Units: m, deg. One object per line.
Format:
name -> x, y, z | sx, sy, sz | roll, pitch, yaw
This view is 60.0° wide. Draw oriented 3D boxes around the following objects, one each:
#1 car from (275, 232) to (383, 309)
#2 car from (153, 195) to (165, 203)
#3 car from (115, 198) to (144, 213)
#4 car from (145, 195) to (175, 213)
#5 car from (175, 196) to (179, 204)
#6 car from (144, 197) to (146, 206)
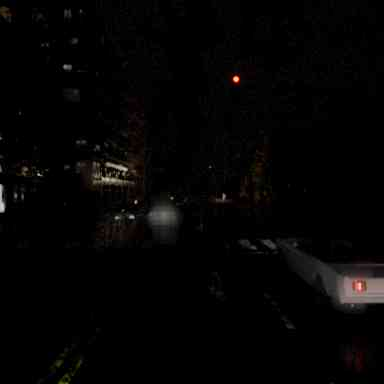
car -> 3.347, 1.576, 7.744 | 1.895, 1.301, 4.718 | 0, 0, 0
car -> -6.527, 1.292, 65.696 | 1.882, 1.535, 5.008 | 0, 0, 1
car -> -6.703, 1.494, 35.108 | 1.895, 1.301, 4.718 | 0, 0, 3
car -> -3.346, 1.383, 35.530 | 2.128, 1.511, 4.902 | 0, 0, 0
car -> -3.280, 1.377, 59.700 | 2.033, 1.411, 5.357 | 0, 0, 0
car -> -6.590, 1.400, 50.189 | 2.033, 1.411, 5.357 | 0, 0, 0
